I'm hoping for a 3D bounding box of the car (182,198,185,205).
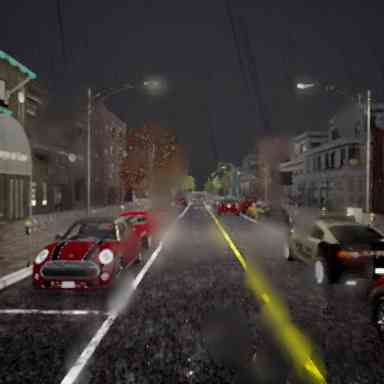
[{"bbox_3d":[-2.069,1.605,36.718,1.802,1.307,4.206,0,0,1],"label":"car"}]

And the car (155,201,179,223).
[{"bbox_3d":[-2.267,1.591,25.622,1.802,1.307,4.206,0,0,1],"label":"car"}]

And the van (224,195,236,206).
[{"bbox_3d":[6.705,1.475,58.760,1.690,1.788,3.998,0,0,1],"label":"van"}]

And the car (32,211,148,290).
[{"bbox_3d":[-2.563,1.426,8.980,1.967,1.590,4.097,0,0,1],"label":"car"}]

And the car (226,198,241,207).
[{"bbox_3d":[6.610,1.653,53.382,1.752,1.417,4.829,0,0,1],"label":"car"}]

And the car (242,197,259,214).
[{"bbox_3d":[6.310,1.420,36.571,2.192,1.841,5.009,0,0,1],"label":"car"}]

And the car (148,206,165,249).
[{"bbox_3d":[-2.464,1.538,14.528,1.887,1.381,4.507,0,0,1],"label":"car"}]

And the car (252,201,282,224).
[{"bbox_3d":[6.112,1.656,25.475,1.947,1.339,4.313,0,0,1],"label":"car"}]

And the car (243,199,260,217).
[{"bbox_3d":[6.215,1.623,31.192,1.752,1.417,4.829,0,0,1],"label":"car"}]

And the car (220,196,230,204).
[{"bbox_3d":[6.906,1.674,70.025,1.752,1.417,4.829,0,0,1],"label":"car"}]

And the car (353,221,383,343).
[{"bbox_3d":[3.871,1.394,3.458,2.097,1.767,4.553,1,0,0],"label":"car"}]

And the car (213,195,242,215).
[{"bbox_3d":[3.639,1.430,34.547,2.097,1.767,4.553,1,0,2],"label":"car"}]

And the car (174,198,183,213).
[{"bbox_3d":[-2.168,1.567,31.170,2.008,1.369,4.403,0,0,1],"label":"car"}]

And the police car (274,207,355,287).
[{"bbox_3d":[4.042,1.477,9.608,1.930,1.638,5.238,1,0,1],"label":"police car"}]

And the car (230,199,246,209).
[{"bbox_3d":[6.507,1.702,47.665,1.802,1.307,4.206,0,0,1],"label":"car"}]

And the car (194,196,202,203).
[{"bbox_3d":[1.279,1.604,73.466,1.837,1.490,4.892,1,-1,1],"label":"car"}]

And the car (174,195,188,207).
[{"bbox_3d":[-1.772,1.360,53.360,2.192,1.841,5.009,0,0,1],"label":"car"}]
